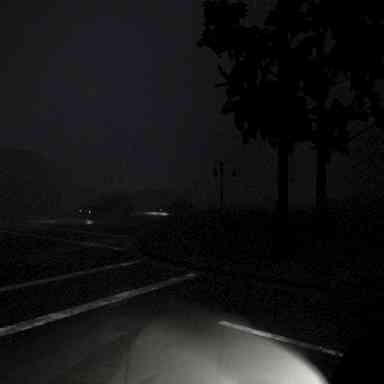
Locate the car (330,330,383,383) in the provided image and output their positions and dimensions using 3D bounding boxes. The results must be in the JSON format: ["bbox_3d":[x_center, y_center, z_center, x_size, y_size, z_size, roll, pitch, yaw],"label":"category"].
[{"bbox_3d":[2.951,1.564,1.868,4.181,1.385,1.994,0,0,36],"label":"car"}]

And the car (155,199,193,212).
[{"bbox_3d":[-1.928,1.547,38.569,2.033,1.411,5.357,0,0,34],"label":"car"}]

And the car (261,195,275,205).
[{"bbox_3d":[13.891,1.347,60.734,2.097,1.767,4.553,0,0,7],"label":"car"}]

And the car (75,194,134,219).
[{"bbox_3d":[-7.729,1.222,30.005,2.150,2.045,5.566,0,0,35],"label":"car"}]
